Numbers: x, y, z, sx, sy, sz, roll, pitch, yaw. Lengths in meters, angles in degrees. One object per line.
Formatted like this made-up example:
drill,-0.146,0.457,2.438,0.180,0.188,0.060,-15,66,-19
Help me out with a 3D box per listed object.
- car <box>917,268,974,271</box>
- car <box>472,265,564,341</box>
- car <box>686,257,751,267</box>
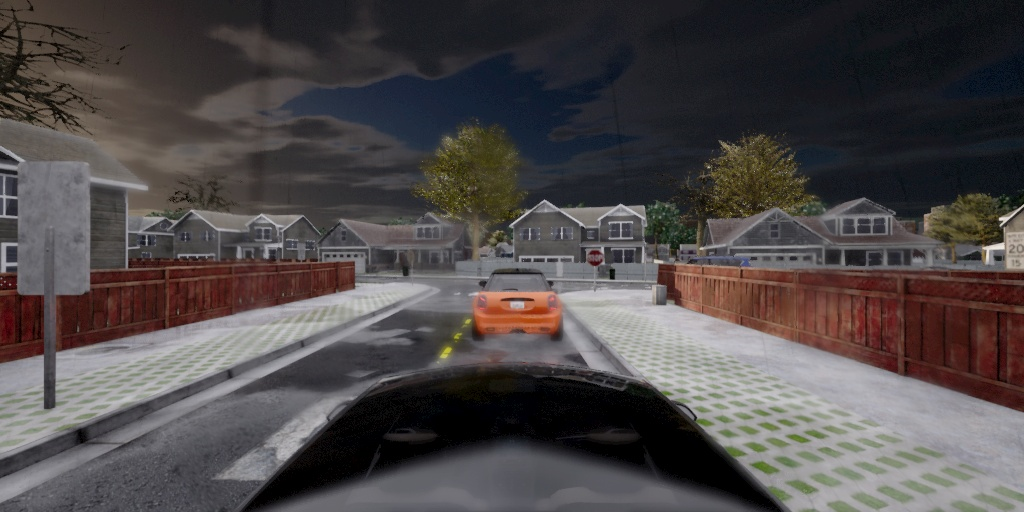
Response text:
car,23.034,1.392,19.541,4.892,1.490,1.837,0,0,20
car,0.132,1.103,10.016,2.097,1.767,4.553,0,0,0
car,12.423,1.054,23.180,5.566,2.045,2.150,1,0,18
